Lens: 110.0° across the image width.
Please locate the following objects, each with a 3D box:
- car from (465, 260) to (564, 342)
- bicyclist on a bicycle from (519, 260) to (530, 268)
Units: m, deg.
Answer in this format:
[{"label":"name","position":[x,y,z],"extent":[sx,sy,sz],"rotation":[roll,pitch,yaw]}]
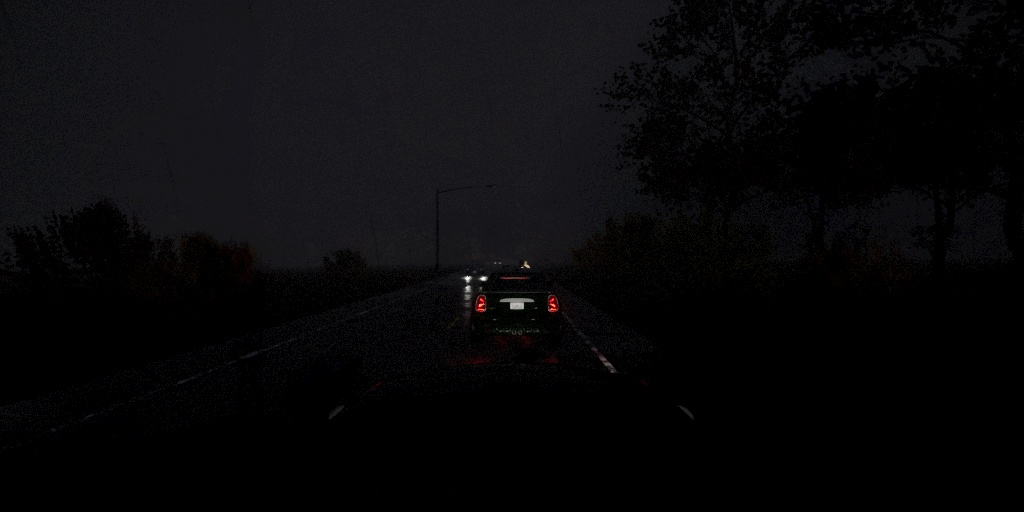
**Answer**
[{"label":"car","position":[0.112,1.099,9.888],"extent":[2.097,1.767,4.553],"rotation":[0,0,0]},{"label":"bicyclist on a bicycle","position":[0.971,1.177,25.710],"extent":[0.866,1.612,1.509],"rotation":[0,0,1]}]
